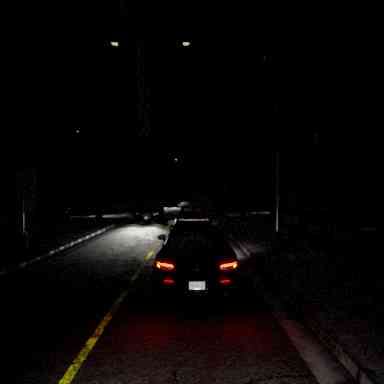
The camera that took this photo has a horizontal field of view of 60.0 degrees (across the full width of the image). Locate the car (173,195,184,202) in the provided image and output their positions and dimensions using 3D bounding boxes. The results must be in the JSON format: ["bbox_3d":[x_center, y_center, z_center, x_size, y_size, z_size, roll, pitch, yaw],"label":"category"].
[{"bbox_3d":[-3.019,1.487,74.853,2.128,1.511,4.902,0,0,0],"label":"car"}]

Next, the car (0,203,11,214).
[{"bbox_3d":[-19.858,1.761,37.433,4.507,1.381,1.887,-1,0,0],"label":"car"}]

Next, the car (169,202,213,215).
[{"bbox_3d":[0.097,1.491,17.671,2.128,1.511,4.902,0,0,1],"label":"car"}]

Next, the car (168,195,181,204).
[{"bbox_3d":[-3.109,1.547,49.482,1.994,1.385,4.181,0,0,0],"label":"car"}]

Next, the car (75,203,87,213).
[{"bbox_3d":[-14.404,1.687,37.465,4.829,1.417,1.752,-1,0,0],"label":"car"}]

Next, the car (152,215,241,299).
[{"bbox_3d":[0.095,1.526,8.306,1.812,1.442,4.674,0,0,0],"label":"car"}]

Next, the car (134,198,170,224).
[{"bbox_3d":[-3.108,1.488,24.981,2.128,1.511,4.902,0,0,0],"label":"car"}]

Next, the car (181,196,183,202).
[{"bbox_3d":[-3.088,1.474,60.309,1.837,1.490,4.892,0,1,0],"label":"car"}]

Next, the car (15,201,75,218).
[{"bbox_3d":[-14.082,1.710,31.541,4.718,1.301,1.895,-1,0,-1],"label":"car"}]
